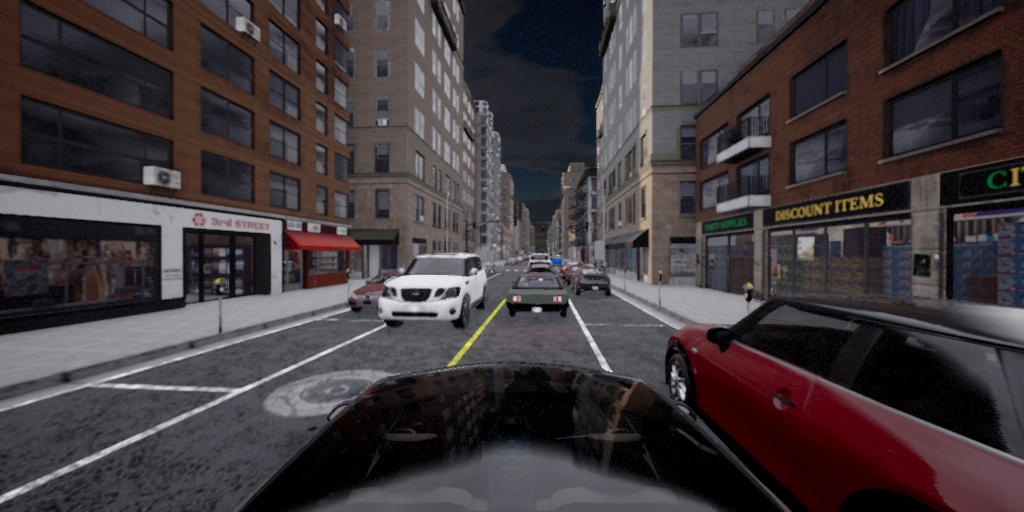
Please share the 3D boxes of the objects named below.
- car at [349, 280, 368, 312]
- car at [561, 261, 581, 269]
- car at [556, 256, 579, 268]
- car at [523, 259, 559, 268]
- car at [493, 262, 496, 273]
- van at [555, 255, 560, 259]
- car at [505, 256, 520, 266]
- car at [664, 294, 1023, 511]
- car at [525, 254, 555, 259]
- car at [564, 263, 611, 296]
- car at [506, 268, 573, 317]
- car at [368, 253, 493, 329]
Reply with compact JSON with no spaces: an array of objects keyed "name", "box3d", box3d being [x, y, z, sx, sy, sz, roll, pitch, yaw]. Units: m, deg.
[{"name":"car","box3d":[-4.498,1.252,13.667,1.802,1.307,4.207,0,0,5]},{"name":"car","box3d":[4.447,1.208,23.981,1.802,1.307,4.207,0,0,5]},{"name":"car","box3d":[4.921,1.034,29.480,1.967,1.591,4.097,0,0,5]},{"name":"car","box3d":[1.863,1.129,23.509,1.837,1.490,4.892,0,0,5]},{"name":"car","box3d":[-2.601,1.094,35.659,2.007,1.370,4.403,0,0,5]},{"name":"van","box3d":[7.722,0.745,61.959,1.690,1.789,3.998,0,0,5]},{"name":"car","box3d":[-0.274,0.936,62.640,2.007,1.370,4.403,0,0,5]},{"name":"car","box3d":[2.996,1.100,3.061,2.097,1.767,4.553,0,0,5]},{"name":"car","box3d":[2.678,0.784,34.179,2.150,2.045,5.566,0,0,5]},{"name":"car","box3d":[3.973,1.208,18.483,2.007,1.370,4.403,0,0,5]},{"name":"car","box3d":[0.937,1.287,12.783,1.895,1.301,4.718,0,0,5]},{"name":"car","box3d":[-2.140,0.910,11.435,2.150,2.045,5.566,0,0,5]}]
